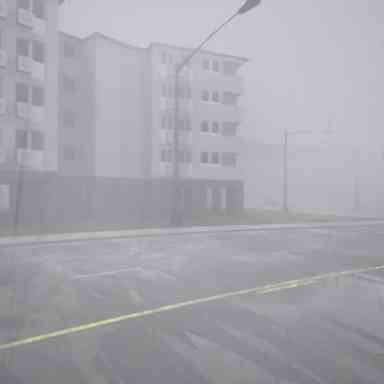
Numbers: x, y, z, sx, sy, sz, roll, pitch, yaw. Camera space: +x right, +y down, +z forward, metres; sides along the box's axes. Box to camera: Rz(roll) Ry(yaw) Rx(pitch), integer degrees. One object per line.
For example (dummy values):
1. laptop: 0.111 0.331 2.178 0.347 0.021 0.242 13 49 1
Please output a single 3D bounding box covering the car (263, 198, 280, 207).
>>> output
1. car: 14.444 1.952 61.137 1.837 1.490 4.892 0 0 -7
